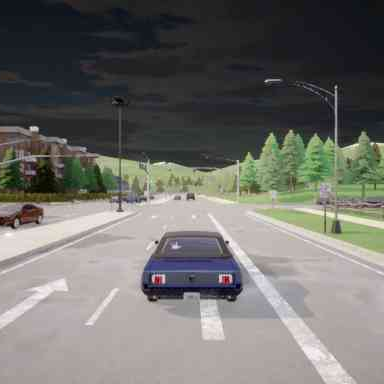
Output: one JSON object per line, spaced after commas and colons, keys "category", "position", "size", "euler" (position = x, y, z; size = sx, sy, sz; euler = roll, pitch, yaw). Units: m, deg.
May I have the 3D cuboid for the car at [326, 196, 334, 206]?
{"category": "car", "position": [24.139, 1.491, 51.960], "size": [4.902, 1.511, 2.128], "euler": [0, 0, 0]}

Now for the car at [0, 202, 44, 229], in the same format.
{"category": "car", "position": [-11.553, 1.478, 21.800], "size": [1.882, 1.535, 5.008], "euler": [0, 0, 0]}

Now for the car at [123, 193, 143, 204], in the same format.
{"category": "car", "position": [-11.556, 1.222, 65.523], "size": [2.150, 2.045, 5.566], "euler": [0, 0, 0]}

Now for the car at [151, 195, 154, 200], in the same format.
{"category": "car", "position": [-11.952, 1.544, 94.722], "size": [2.033, 1.411, 5.357], "euler": [0, 0, -1]}

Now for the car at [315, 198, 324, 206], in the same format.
{"category": "car", "position": [23.020, 1.491, 55.449], "size": [4.902, 1.511, 2.128], "euler": [0, 0, 0]}

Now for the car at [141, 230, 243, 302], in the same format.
{"category": "car", "position": [0.001, 1.601, 8.240], "size": [1.895, 1.301, 4.718], "euler": [0, 0, 0]}

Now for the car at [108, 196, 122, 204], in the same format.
{"category": "car", "position": [-15.050, 1.525, 65.130], "size": [1.812, 1.442, 4.674], "euler": [0, 0, 0]}

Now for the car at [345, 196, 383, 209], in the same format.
{"category": "car", "position": [23.847, 1.352, 44.960], "size": [4.553, 1.767, 2.097], "euler": [0, 0, 0]}

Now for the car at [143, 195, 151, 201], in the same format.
{"category": "car", "position": [-11.735, 1.478, 80.455], "size": [1.882, 1.535, 5.008], "euler": [0, 0, -1]}

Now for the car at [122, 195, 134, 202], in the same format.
{"category": "car", "position": [-15.214, 1.478, 79.001], "size": [1.882, 1.535, 5.008], "euler": [0, 0, -1]}

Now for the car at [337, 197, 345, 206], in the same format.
{"category": "car", "position": [23.931, 1.601, 48.460], "size": [4.718, 1.301, 1.895], "euler": [0, 0, 0]}

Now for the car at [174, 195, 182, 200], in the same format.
{"category": "car", "position": [-3.906, 1.525, 91.862], "size": [2.128, 1.511, 4.902], "euler": [0, 0, -1]}

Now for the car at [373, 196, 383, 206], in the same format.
{"category": "car", "position": [33.241, 1.492, 55.498], "size": [4.902, 1.511, 2.128], "euler": [0, 0, 0]}

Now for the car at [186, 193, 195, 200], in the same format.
{"category": "car", "position": [-0.407, 1.225, 91.895], "size": [2.150, 2.045, 5.566], "euler": [0, 0, -1]}
